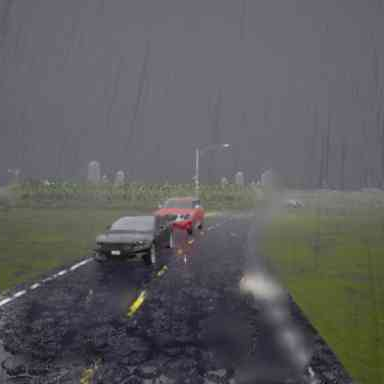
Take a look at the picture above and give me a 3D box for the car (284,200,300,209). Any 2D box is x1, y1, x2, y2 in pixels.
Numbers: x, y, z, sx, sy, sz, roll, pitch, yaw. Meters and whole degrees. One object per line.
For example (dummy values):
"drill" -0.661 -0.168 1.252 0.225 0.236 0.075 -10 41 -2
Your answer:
"car" 16.264 2.020 54.959 1.812 1.442 4.674 0 0 22

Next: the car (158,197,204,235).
"car" -0.630 1.317 19.898 2.150 2.045 5.566 0 0 11

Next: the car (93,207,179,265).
"car" -1.921 1.525 12.186 1.882 1.535 5.008 0 -1 7
